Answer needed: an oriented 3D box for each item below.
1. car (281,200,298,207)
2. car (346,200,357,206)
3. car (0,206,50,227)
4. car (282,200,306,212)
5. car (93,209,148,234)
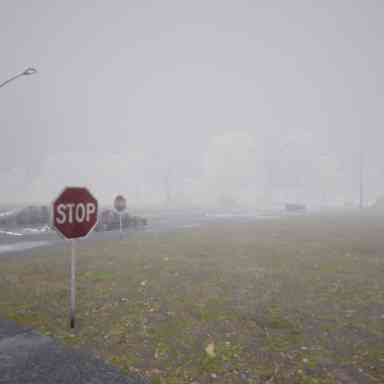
[{"bbox_3d":[20.083,2.343,68.431,1.994,1.385,4.181,1,0,36],"label":"car"},{"bbox_3d":[40.661,2.757,84.919,1.895,1.301,4.718,1,0,36],"label":"car"},{"bbox_3d":[-11.901,1.729,24.270,2.033,1.411,5.357,1,0,36],"label":"car"},{"bbox_3d":[15.840,2.150,50.635,1.882,1.535,5.008,1,0,36],"label":"car"},{"bbox_3d":[-5.280,1.799,21.456,2.033,1.411,5.357,1,0,36],"label":"car"}]
